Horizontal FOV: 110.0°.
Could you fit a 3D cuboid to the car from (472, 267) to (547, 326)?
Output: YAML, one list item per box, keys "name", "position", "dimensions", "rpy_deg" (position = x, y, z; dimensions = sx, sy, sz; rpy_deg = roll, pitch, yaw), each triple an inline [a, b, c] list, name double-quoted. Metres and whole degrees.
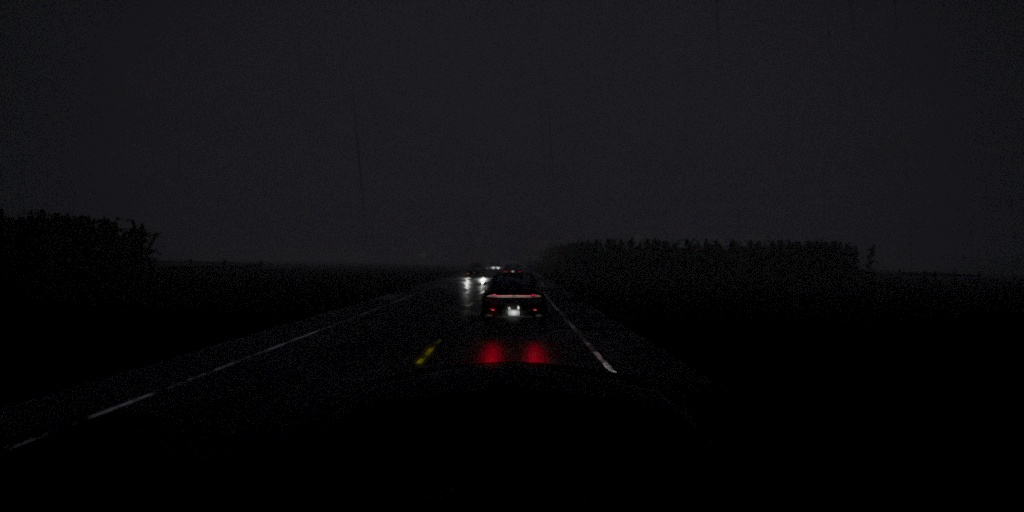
- name: "car"
  position: [0.068, 1.284, 11.847]
  dimensions: [2.128, 1.511, 4.902]
  rpy_deg: [0, 0, 0]

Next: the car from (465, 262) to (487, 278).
- name: "car"
  position: [-3.603, 1.397, 36.512]
  dimensions: [1.837, 1.490, 4.892]
  rpy_deg: [0, 0, 0]

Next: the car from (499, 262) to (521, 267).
- name: "car"
  position: [0.090, 1.427, 33.450]
  dimensions: [2.033, 1.411, 5.357]
  rpy_deg: [0, 0, 0]
